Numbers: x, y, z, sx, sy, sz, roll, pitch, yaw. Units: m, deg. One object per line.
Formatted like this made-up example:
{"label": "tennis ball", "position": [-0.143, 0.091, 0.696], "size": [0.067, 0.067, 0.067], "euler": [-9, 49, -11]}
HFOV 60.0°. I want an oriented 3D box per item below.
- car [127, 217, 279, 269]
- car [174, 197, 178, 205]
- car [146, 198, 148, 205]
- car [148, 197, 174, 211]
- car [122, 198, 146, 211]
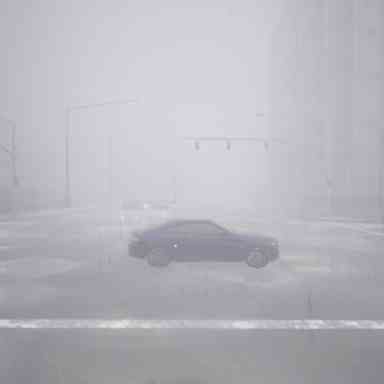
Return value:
{"label": "car", "position": [0.337, 1.522, 10.466], "size": [4.674, 1.442, 1.812], "euler": [0, 0, 0]}
{"label": "car", "position": [-3.404, 1.480, 57.559], "size": [1.994, 1.385, 4.181], "euler": [0, 0, 1]}
{"label": "car", "position": [-6.908, 1.517, 57.472], "size": [1.895, 1.301, 4.718], "euler": [0, 0, 1]}
{"label": "car", "position": [-3.694, 1.488, 40.505], "size": [2.033, 1.411, 5.357], "euler": [0, 0, 1]}
{"label": "car", "position": [-7.194, 1.418, 40.469], "size": [1.882, 1.535, 5.008], "euler": [0, 0, 1]}
